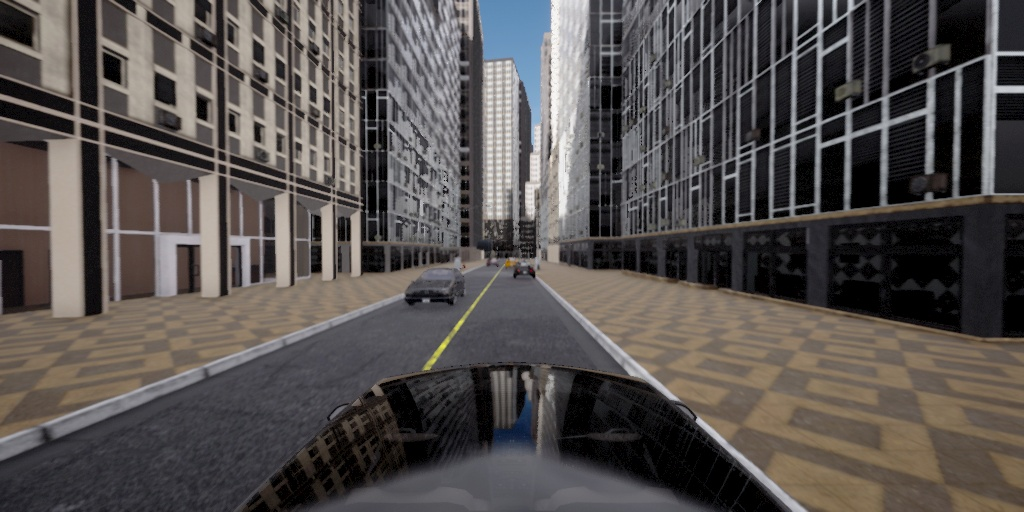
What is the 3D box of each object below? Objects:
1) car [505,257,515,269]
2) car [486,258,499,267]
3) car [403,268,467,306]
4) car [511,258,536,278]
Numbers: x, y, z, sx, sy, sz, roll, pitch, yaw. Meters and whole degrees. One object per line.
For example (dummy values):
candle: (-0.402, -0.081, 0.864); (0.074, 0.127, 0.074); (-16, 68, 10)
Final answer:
car: (0.008, 0.995, 50.984); (1.882, 1.535, 5.008); (0, 0, 0)
car: (-3.060, 1.018, 57.148); (1.812, 1.442, 4.674); (0, 0, 1)
car: (-3.102, 1.224, 15.639); (2.033, 1.411, 5.357); (0, 0, 0)
car: (1.046, 1.129, 31.175); (1.812, 1.442, 4.674); (0, 0, 0)
